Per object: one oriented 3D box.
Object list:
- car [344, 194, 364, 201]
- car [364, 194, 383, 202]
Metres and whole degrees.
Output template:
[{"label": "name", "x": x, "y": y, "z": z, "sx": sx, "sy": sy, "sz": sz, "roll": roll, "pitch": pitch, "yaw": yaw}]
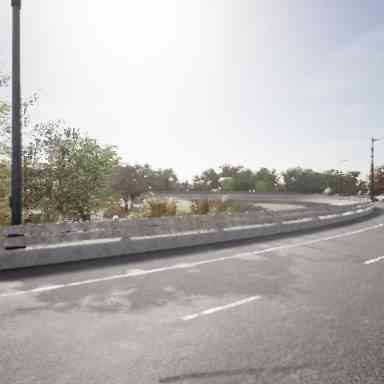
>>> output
[{"label": "car", "x": 40.439, "y": 1.707, "z": 83.029, "sx": 1.812, "sy": 1.442, "sz": 4.674, "roll": 0, "pitch": 0, "yaw": 4}, {"label": "car", "x": 43.838, "y": 1.702, "z": 81.623, "sx": 2.128, "sy": 1.511, "sz": 4.902, "roll": 0, "pitch": 0, "yaw": 4}]
